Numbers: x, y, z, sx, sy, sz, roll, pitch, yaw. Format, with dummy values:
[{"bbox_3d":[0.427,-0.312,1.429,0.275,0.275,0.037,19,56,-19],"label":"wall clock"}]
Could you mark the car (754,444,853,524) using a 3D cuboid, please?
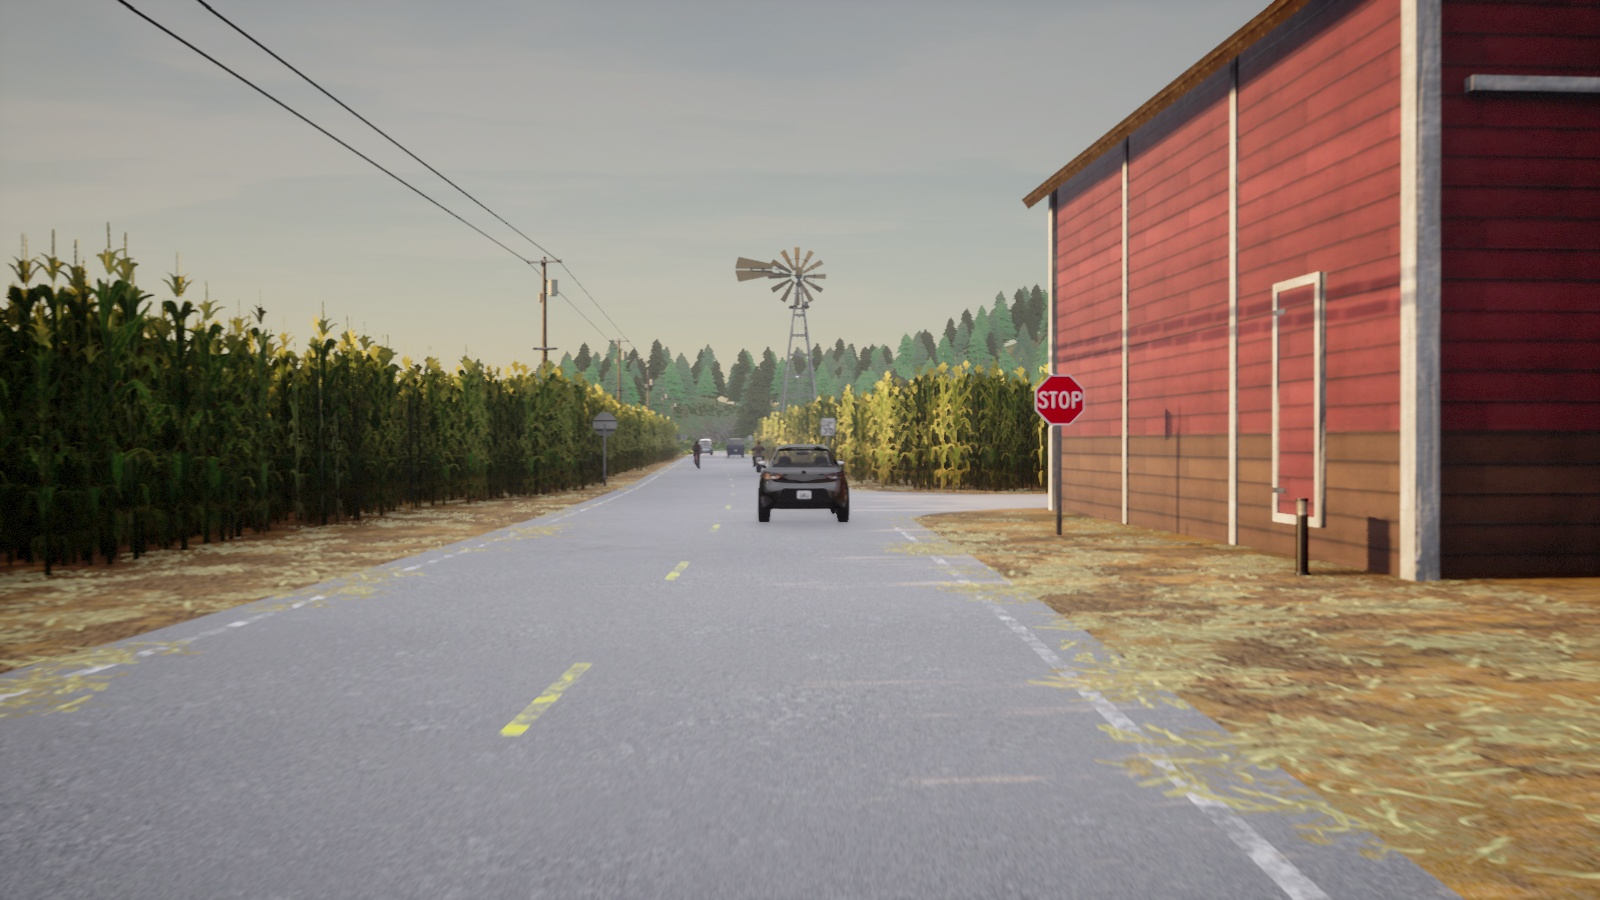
[{"bbox_3d":[0.026,0.618,25.213,1.816,1.474,4.193,0,0,-1],"label":"car"}]
